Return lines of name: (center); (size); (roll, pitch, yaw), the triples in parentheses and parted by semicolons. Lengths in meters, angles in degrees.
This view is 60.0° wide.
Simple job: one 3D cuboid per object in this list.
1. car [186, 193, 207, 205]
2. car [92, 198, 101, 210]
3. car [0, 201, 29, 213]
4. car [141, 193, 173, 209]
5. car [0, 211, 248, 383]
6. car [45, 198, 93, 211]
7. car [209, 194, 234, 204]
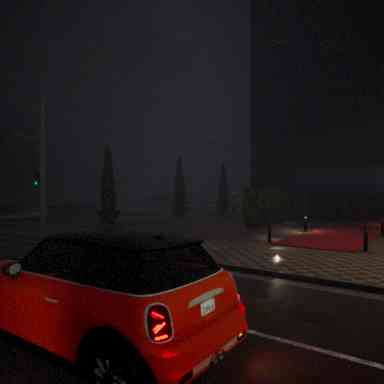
car: (0.032, 1.492, 59.710); (2.128, 1.511, 4.902); (0, 0, 36)
car: (-13.132, 1.491, 41.614); (2.128, 1.511, 4.902); (0, 0, 36)
car: (-19.107, 1.601, 33.357); (1.895, 1.301, 4.718); (0, 0, 36)
car: (-4.797, 1.220, 47.157); (2.150, 2.045, 5.566); (0, 0, 36)
car: (-1.544, 1.352, 5.095); (4.553, 1.767, 2.097); (0, 0, 36)
car: (-13.323, 1.601, 35.381); (1.895, 1.301, 4.718); (0, 0, 36)
car: (5.592, 1.568, 61.351); (1.812, 1.442, 4.674); (0, 0, 36)
